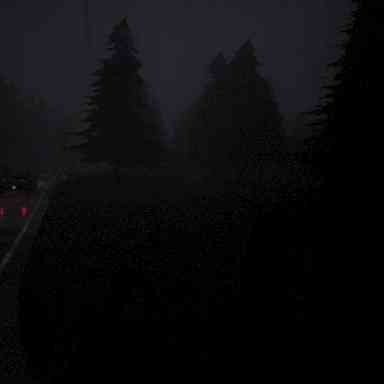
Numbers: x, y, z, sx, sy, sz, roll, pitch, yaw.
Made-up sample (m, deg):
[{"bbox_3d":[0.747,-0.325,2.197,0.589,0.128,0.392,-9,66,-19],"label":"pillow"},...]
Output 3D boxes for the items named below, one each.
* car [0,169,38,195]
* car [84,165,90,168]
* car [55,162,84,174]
[{"bbox_3d":[-11.409,-0.762,22.018,2.128,1.511,4.902,2,6,-21],"label":"car"},{"bbox_3d":[-17.650,-4.096,50.917,2.033,1.411,5.357,3,6,13],"label":"car"},{"bbox_3d":[-15.343,-2.995,40.987,1.812,1.442,4.674,2,6,-1],"label":"car"}]
